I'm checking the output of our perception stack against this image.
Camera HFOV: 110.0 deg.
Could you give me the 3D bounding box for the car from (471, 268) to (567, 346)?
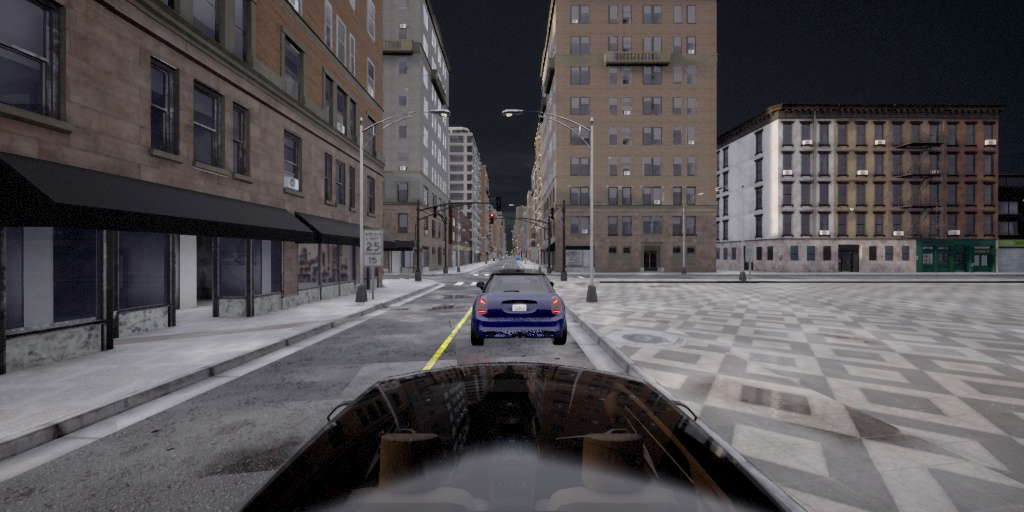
[{"bbox_3d":[0.101,1.102,9.622,2.097,1.767,4.553,0,0,-1],"label":"car"}]
